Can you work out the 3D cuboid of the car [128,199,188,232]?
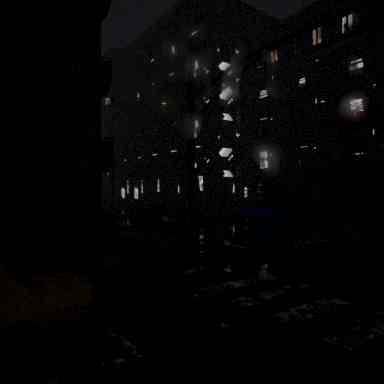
[{"bbox_3d":[-1.876,1.441,20.020,1.967,1.590,4.097,0,0,-36],"label":"car"}]

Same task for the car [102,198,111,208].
[{"bbox_3d":[-11.737,1.463,47.827,1.887,1.381,4.507,-1,0,-36],"label":"car"}]

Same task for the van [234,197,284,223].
[{"bbox_3d":[4.913,1.280,24.934,1.690,1.788,3.998,0,0,-36],"label":"van"}]

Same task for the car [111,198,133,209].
[{"bbox_3d":[-8.407,1.463,43.249,1.887,1.381,4.507,-1,0,-36],"label":"car"}]

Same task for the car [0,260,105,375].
[{"bbox_3d":[-3.568,1.525,4.020,4.829,1.417,1.752,0,0,-36],"label":"car"}]
